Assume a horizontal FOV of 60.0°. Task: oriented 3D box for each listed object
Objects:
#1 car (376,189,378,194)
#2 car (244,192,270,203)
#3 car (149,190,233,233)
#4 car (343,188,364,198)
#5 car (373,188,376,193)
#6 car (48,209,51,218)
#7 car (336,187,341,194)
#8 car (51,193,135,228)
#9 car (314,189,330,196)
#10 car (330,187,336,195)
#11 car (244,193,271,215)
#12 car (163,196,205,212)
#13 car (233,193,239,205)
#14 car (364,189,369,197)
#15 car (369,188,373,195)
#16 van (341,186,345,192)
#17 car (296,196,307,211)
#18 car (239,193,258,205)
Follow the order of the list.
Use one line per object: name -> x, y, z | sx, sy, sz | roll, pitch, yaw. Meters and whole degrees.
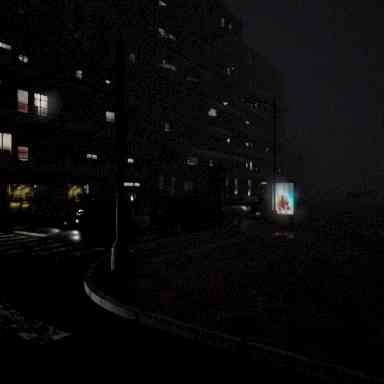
car -> 44.464, -0.221, 81.309 | 2.008, 1.369, 4.403 | 1, 2, 35
car -> 8.892, 0.754, 45.199 | 1.802, 1.307, 4.206 | 2, 2, 35
car -> -0.137, 1.026, 17.730 | 2.192, 1.841, 5.009 | 1, 2, 35
car -> 28.536, 0.308, 58.604 | 1.887, 1.381, 4.507 | 1, 2, 35
car -> 38.093, -0.012, 72.227 | 1.887, 1.381, 4.507 | 1, 2, 35
car -> -7.032, 1.009, 22.492 | 2.192, 1.841, 5.009 | 1, 2, 35
car -> 34.376, -0.240, 81.515 | 1.967, 1.590, 4.097 | 2, 2, 35
car -> -5.642, 1.075, 19.996 | 2.097, 1.767, 4.553 | 0, 1, 35
car -> 28.004, -0.025, 72.434 | 1.967, 1.590, 4.097 | 2, 2, 35
car -> 31.189, -0.028, 76.978 | 1.887, 1.381, 4.507 | 2, 2, 35
car -> 6.233, 1.069, 26.818 | 1.947, 1.339, 4.313 | 1, 2, 35
car -> -0.663, 1.069, 31.579 | 1.802, 1.307, 4.206 | 2, 2, 35
car -> 5.707, 0.828, 40.659 | 2.008, 1.369, 4.403 | 2, 2, 35
car -> 31.721, 0.098, 63.142 | 1.967, 1.590, 4.097 | 1, 2, 35
car -> 34.907, 0.095, 67.686 | 1.887, 1.381, 4.507 | 1, 2, 35
van -> 37.561, -0.446, 86.052 | 1.690, 1.788, 3.998 | 2, 2, 35
car -> 9.419, 0.964, 31.359 | 1.947, 1.339, 4.313 | 1, 2, 35
car -> 7.670, 0.814, 38.933 | 1.812, 1.442, 4.674 | 0, 1, 35
